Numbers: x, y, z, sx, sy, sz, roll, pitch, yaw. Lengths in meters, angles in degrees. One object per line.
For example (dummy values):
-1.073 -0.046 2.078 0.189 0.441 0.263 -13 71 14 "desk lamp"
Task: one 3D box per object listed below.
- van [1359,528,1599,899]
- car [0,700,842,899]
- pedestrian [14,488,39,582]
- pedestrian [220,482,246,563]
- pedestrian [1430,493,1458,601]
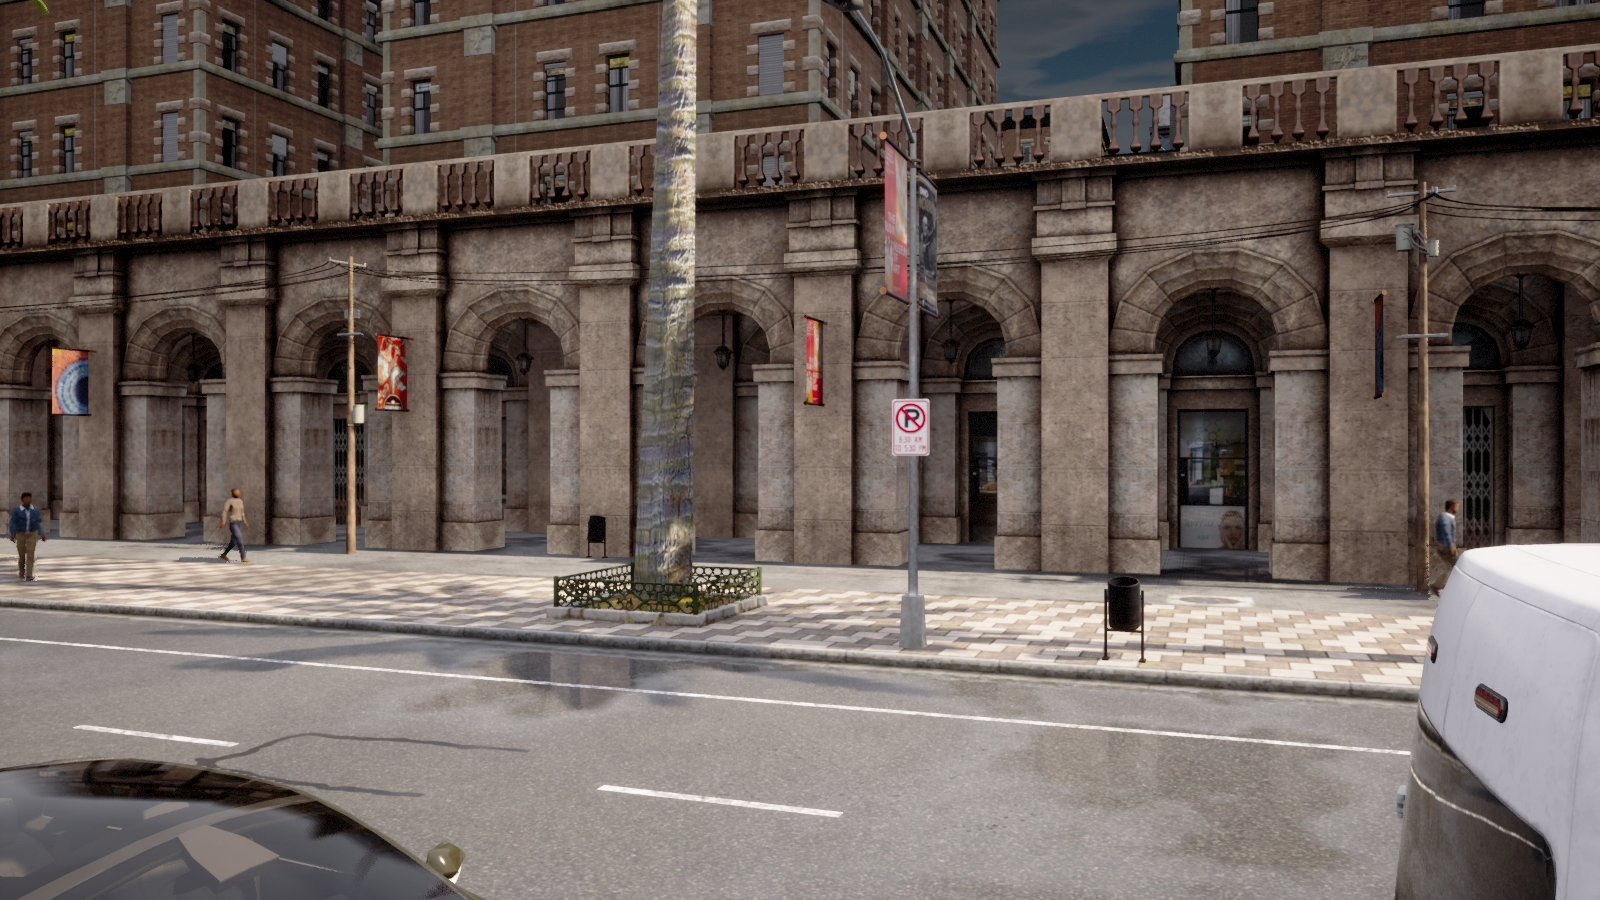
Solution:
4.249 1.534 1.754 5.915 2.561 1.988 0 0 20 "van"
-2.519 2.061 4.220 4.892 1.480 2.231 0 0 20 "car"
-15.591 1.696 23.033 0.375 1.860 0.375 0 0 -42 "pedestrian"
-13.273 1.696 26.745 0.375 1.860 0.375 0 0 20 "pedestrian"
11.330 1.696 20.096 0.375 1.860 0.375 0 0 20 "pedestrian"
